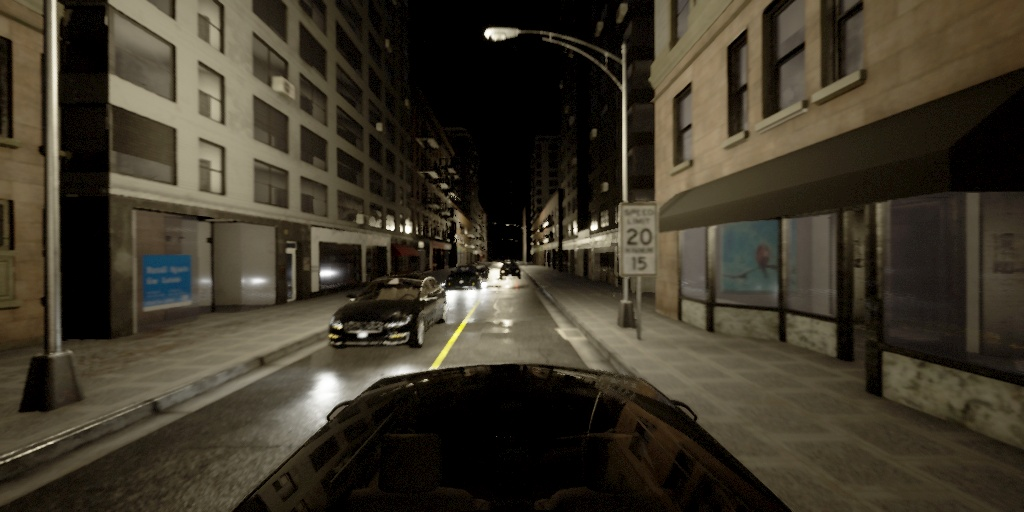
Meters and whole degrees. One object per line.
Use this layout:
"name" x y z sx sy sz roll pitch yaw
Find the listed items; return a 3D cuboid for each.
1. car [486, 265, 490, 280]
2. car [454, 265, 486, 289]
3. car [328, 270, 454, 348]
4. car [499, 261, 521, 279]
"car" -2.977 1.412 31.662 1.895 1.301 4.718 0 0 0
"car" -2.992 1.337 23.194 1.994 1.385 4.181 0 0 0
"car" -2.896 1.271 9.340 1.837 1.490 4.892 0 0 0
"car" -0.170 1.367 32.661 1.895 1.301 4.718 0 0 0
